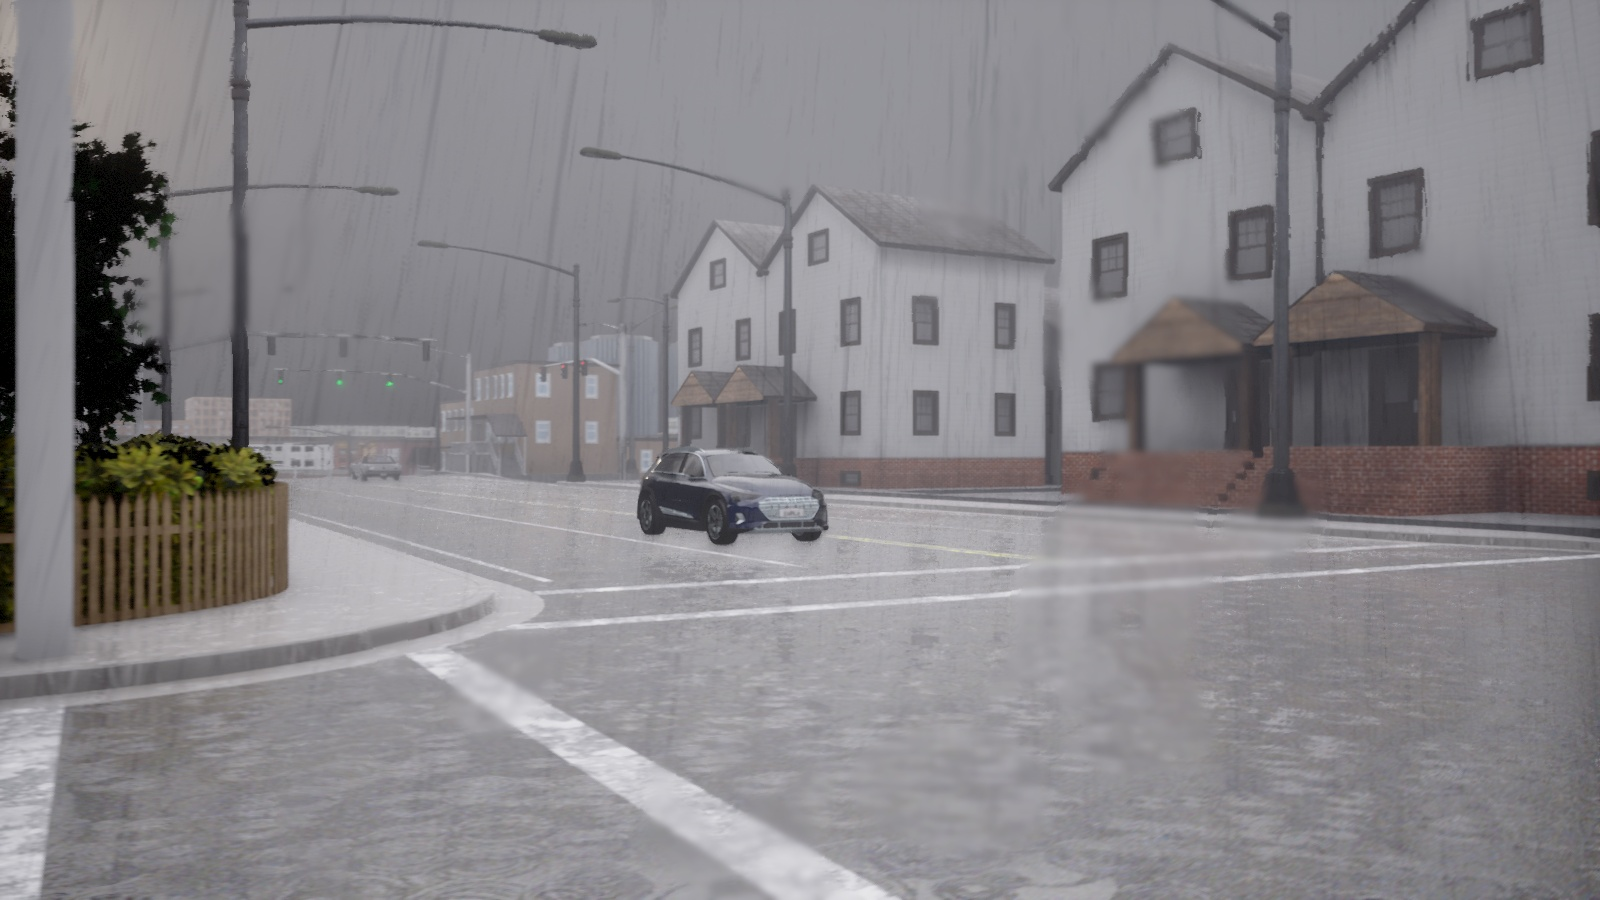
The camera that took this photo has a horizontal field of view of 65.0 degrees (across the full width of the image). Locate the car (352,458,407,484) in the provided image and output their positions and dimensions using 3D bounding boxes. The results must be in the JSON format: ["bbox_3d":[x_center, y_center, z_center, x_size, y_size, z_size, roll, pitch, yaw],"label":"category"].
[{"bbox_3d":[-22.248,1.080,66.291,1.895,1.301,4.718,0,0,-30],"label":"car"}]

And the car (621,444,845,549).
[{"bbox_3d":[-1.335,0.744,22.382,2.033,1.649,4.856,0,0,-30],"label":"car"}]
